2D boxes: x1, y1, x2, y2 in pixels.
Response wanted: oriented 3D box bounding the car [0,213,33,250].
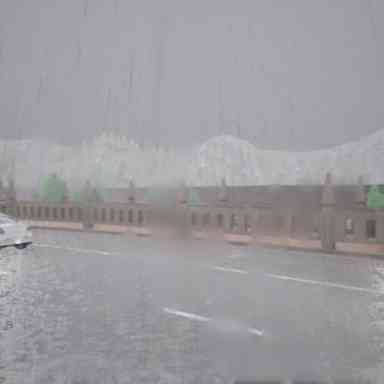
[{"bbox_3d":[-8.047,1.480,12.603,4.674,1.442,1.812,0,0,28],"label":"car"}]
